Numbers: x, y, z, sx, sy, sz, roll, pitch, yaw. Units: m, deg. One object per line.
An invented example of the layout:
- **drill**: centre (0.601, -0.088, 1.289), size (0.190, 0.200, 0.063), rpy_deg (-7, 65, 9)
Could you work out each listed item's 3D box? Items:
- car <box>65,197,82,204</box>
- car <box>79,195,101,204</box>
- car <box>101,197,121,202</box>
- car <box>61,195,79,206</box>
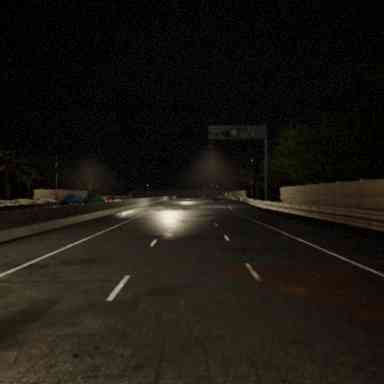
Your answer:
- **car**: centre (-23.853, 1.630, 67.162), size (1.895, 1.301, 4.718), rpy_deg (0, 0, -3)
- **car**: centre (-17.513, 1.520, 58.690), size (2.150, 2.045, 5.566), rpy_deg (0, 0, 0)
- **car**: centre (-14.022, 1.652, 58.903), size (2.097, 1.767, 4.553), rpy_deg (0, 0, 1)
- **car**: centre (-21.012, 1.518, 58.275), size (2.150, 2.045, 5.566), rpy_deg (0, 0, 0)
